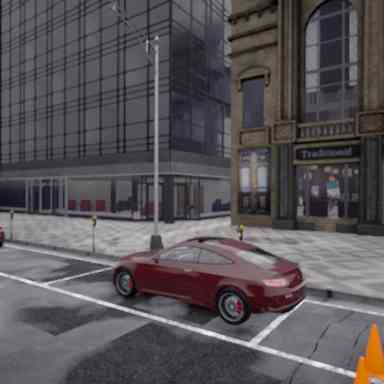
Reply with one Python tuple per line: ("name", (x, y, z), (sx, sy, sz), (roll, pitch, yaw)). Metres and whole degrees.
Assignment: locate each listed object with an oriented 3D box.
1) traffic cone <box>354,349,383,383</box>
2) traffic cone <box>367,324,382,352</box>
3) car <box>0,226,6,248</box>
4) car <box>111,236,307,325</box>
("traffic cone", (1.708, 1.956, 3.339), (0.340, 0.580, 0.340), (0, 0, 35))
("traffic cone", (2.281, 1.956, 4.159), (0.340, 0.580, 0.340), (0, 0, 35))
("car", (-9.080, 1.581, 13.347), (4.206, 1.307, 1.802), (0, 0, 35))
("car", (0.165, 1.583, 6.897), (4.206, 1.307, 1.802), (0, 0, 35))
